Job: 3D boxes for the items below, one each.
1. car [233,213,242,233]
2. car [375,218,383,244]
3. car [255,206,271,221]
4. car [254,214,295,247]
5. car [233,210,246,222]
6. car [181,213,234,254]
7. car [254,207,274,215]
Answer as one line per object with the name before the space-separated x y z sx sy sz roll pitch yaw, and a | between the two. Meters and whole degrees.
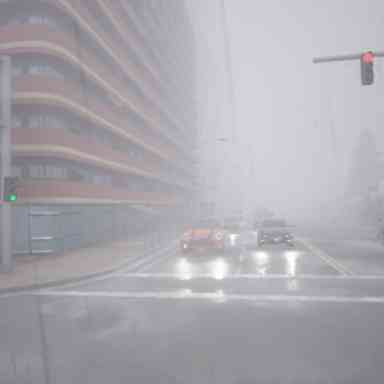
car | 3.062 2.834 29.193 1.994 1.385 4.181 -2 -3 11
car | 11.591 1.856 18.478 2.097 1.767 4.553 -4 -3 24
car | 10.471 3.198 49.195 2.150 2.045 5.566 -2 -3 11
car | 4.741 2.270 19.278 1.837 1.490 4.892 -2 -3 11
car | 6.768 3.400 48.492 2.097 1.767 4.553 -2 -3 11
car | 0.844 2.151 17.520 2.097 1.767 4.553 -2 -3 11
car | 7.107 2.623 31.794 2.097 1.767 4.553 -2 -3 10
